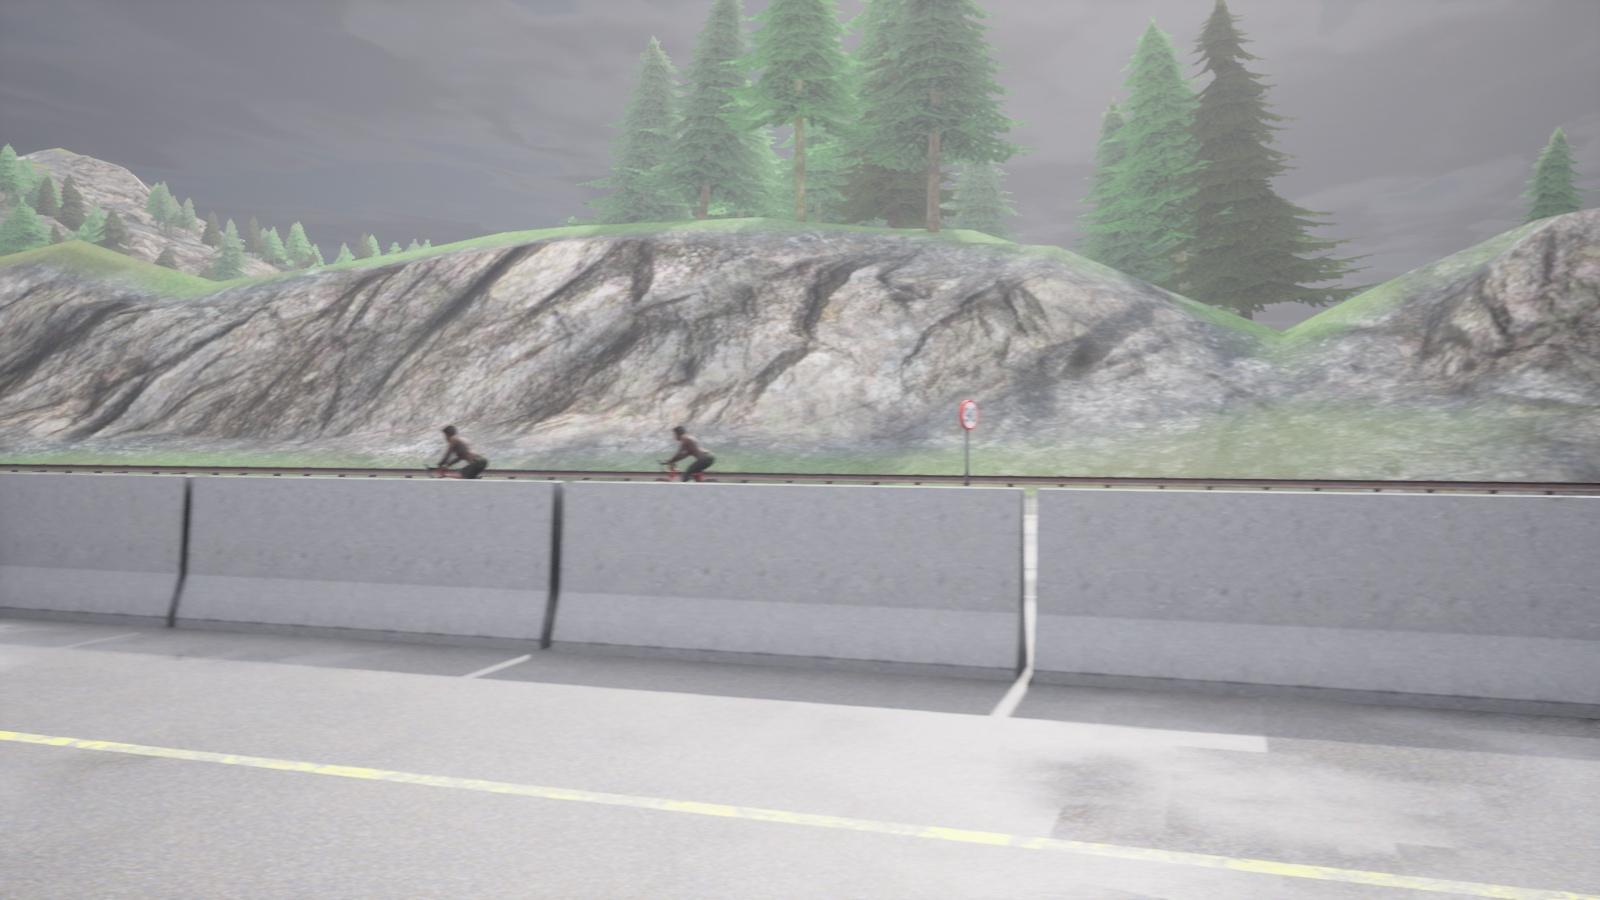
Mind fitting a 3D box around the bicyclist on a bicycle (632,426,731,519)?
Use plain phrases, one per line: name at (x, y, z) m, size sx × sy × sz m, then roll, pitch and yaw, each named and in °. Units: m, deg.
bicyclist on a bicycle at (-2.108, 0.377, 22.364) m, size 1.656 × 1.620 × 0.582 m, roll 0°, pitch 1°, yaw 19°
